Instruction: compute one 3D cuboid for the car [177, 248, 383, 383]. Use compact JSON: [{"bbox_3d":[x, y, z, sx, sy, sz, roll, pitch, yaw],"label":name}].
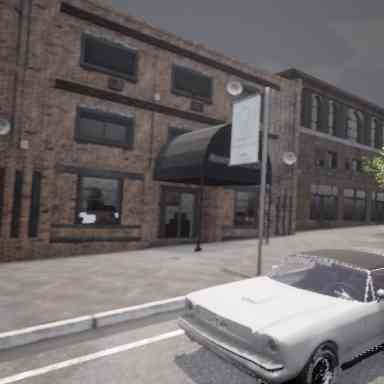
[{"bbox_3d":[2.144,1.657,5.216,4.718,1.301,1.895,1,-1,-36],"label":"car"}]
